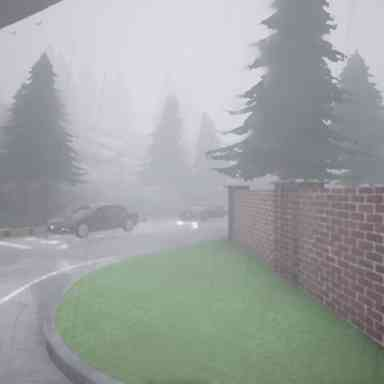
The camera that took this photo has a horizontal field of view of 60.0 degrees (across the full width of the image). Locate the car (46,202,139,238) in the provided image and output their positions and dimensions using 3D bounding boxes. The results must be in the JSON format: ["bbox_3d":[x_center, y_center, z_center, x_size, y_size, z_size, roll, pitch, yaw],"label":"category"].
[{"bbox_3d":[-4.761,1.308,16.576,1.837,1.490,4.892,0,0,34],"label":"car"}]

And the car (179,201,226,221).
[{"bbox_3d":[0.838,1.367,24.746,1.994,1.385,4.181,0,0,35],"label":"car"}]
